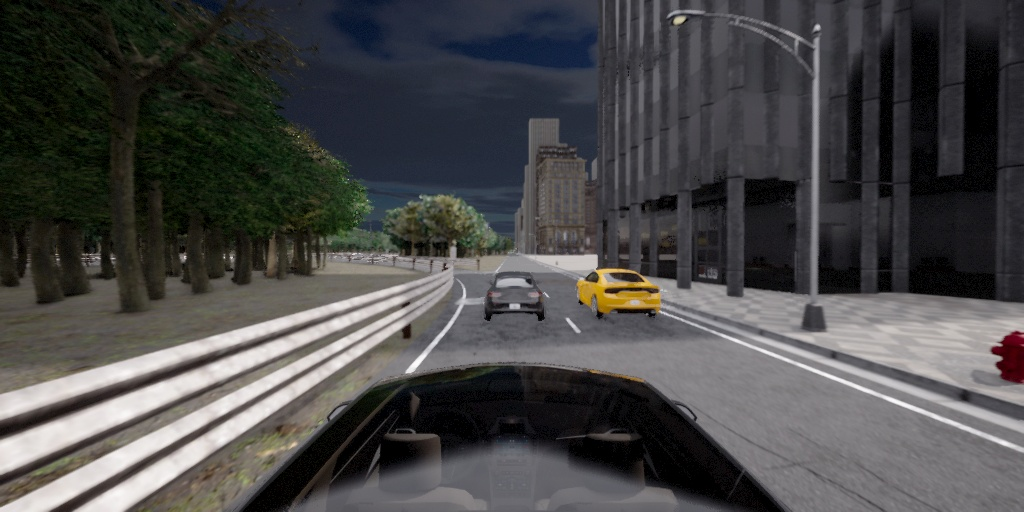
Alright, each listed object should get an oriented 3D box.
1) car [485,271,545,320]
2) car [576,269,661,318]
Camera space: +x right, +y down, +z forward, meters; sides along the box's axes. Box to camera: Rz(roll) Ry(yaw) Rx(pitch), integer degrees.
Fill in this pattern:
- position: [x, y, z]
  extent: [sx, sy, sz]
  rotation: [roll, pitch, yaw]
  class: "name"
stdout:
- position: [0.076, 1.246, 12.367]
  extent: [1.812, 1.442, 4.674]
  rotation: [0, 0, 0]
  class: "car"
- position: [3.576, 1.195, 12.892]
  extent: [1.882, 1.535, 5.008]
  rotation: [0, 0, 0]
  class: "car"
